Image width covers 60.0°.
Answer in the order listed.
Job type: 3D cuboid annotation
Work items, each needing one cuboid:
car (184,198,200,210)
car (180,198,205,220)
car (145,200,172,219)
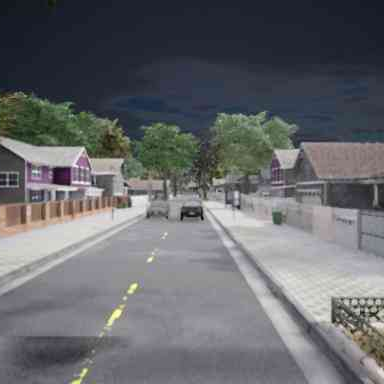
[{"bbox_3d":[0.061,1.473,43.259,1.994,1.385,4.181,0,0,1],"label":"car"},{"bbox_3d":[0.018,1.418,27.478,1.882,1.535,5.008,0,0,0],"label":"car"},{"bbox_3d":[-2.764,1.446,28.135,1.837,1.490,4.892,0,0,0],"label":"car"}]
